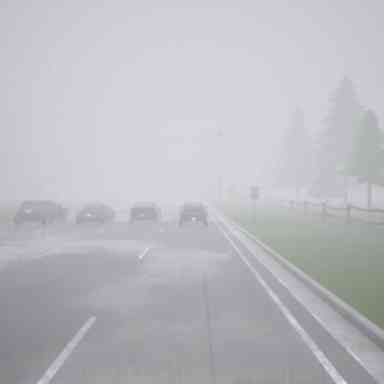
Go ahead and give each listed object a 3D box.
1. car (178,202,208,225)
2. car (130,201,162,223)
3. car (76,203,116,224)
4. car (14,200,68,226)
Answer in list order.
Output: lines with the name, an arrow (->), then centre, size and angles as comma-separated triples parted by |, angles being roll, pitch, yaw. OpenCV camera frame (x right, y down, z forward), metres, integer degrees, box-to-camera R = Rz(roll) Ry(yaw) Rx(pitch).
car -> 0.096, 1.461, 23.632 | 1.837, 1.490, 4.892 | 0, 0, 0
car -> -3.404, 1.431, 25.156 | 1.882, 1.535, 5.008 | 0, 0, 0
car -> -6.905, 1.519, 24.216 | 1.994, 1.385, 4.181 | 0, 0, 0
car -> -10.403, 1.309, 23.297 | 2.097, 1.767, 4.553 | 0, 0, 0
